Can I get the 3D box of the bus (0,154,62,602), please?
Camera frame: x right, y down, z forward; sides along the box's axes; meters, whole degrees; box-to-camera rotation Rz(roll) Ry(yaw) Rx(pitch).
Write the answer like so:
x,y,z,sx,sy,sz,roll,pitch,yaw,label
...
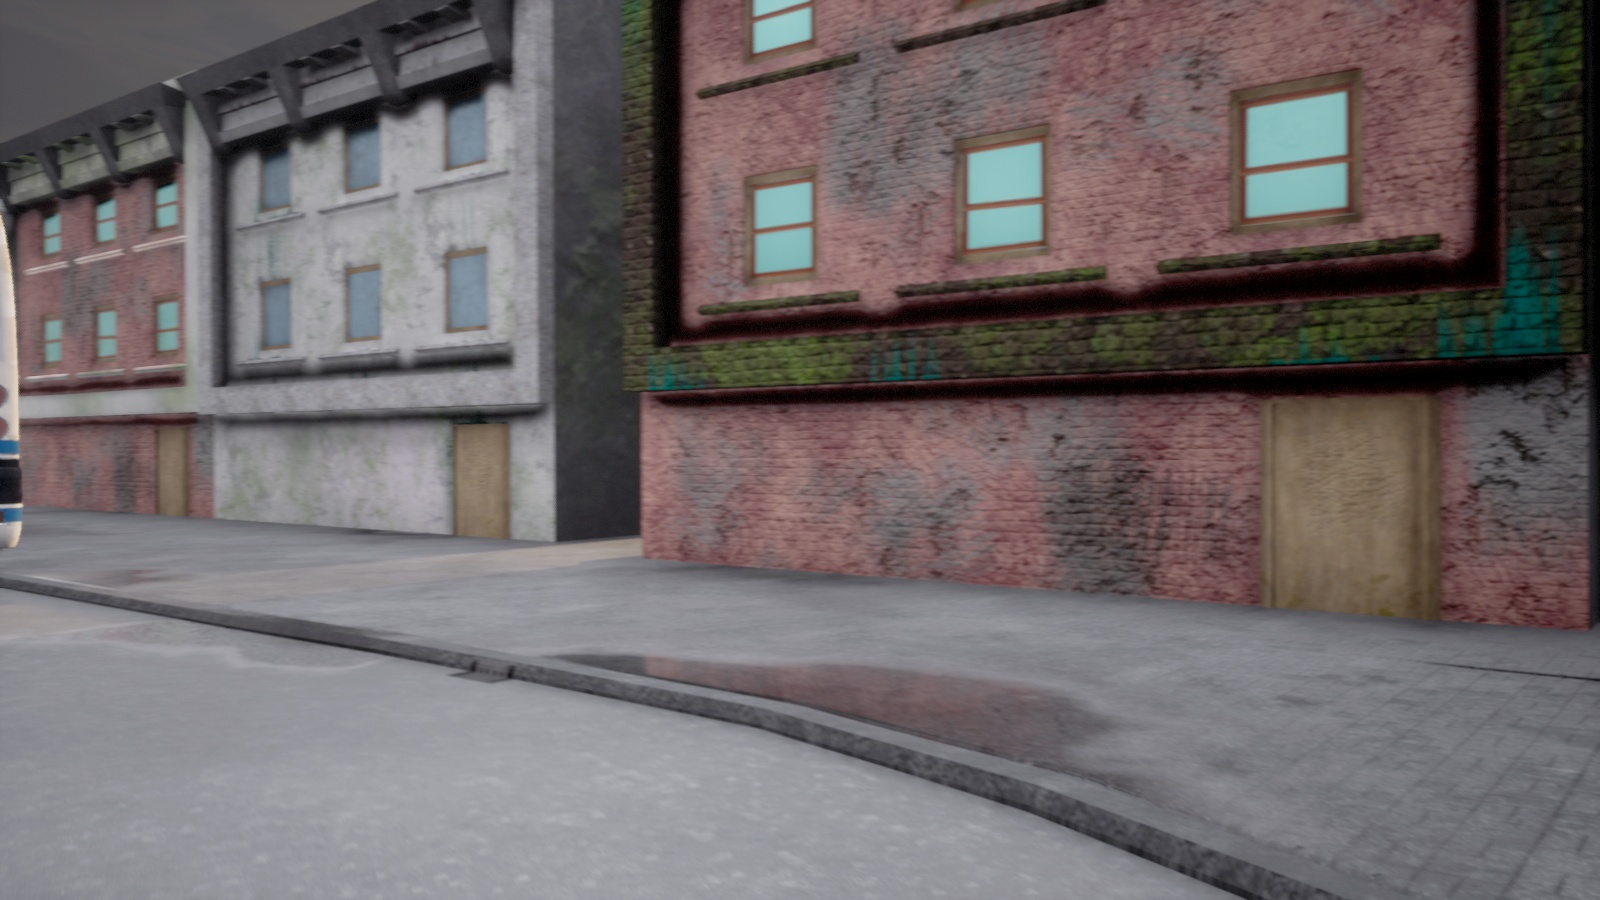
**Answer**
x,y,z,sx,sy,sz,roll,pitch,yaw,label
-12.522,-0.684,13.951,10.273,4.253,3.944,0,0,38,bus
